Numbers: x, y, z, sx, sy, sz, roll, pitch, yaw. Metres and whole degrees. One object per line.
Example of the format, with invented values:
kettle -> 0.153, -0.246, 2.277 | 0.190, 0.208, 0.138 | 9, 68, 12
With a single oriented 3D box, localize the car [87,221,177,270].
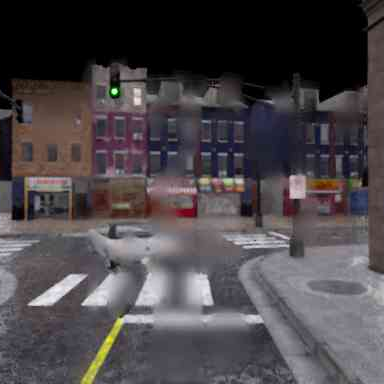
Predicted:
car -> -2.258, 1.629, 11.276 | 1.895, 1.301, 4.718 | 0, 0, -26
